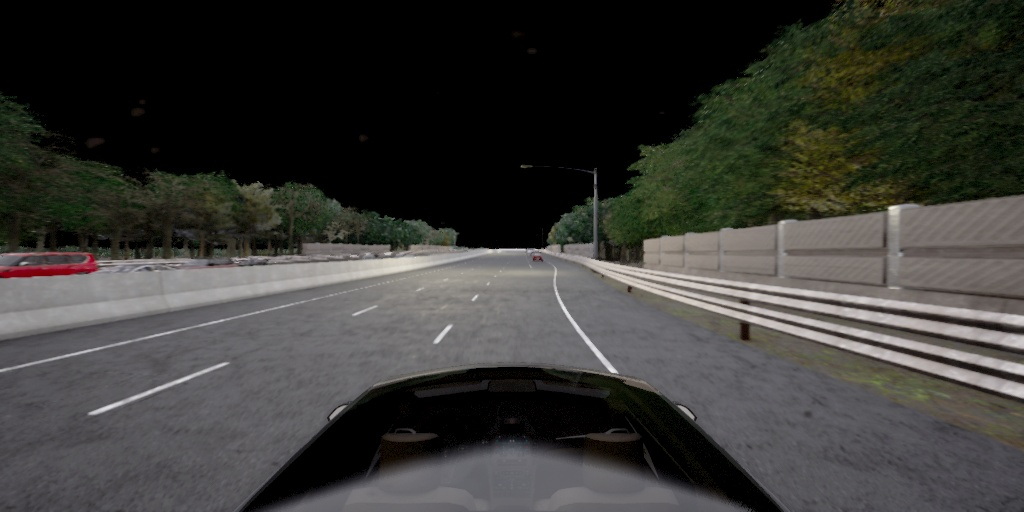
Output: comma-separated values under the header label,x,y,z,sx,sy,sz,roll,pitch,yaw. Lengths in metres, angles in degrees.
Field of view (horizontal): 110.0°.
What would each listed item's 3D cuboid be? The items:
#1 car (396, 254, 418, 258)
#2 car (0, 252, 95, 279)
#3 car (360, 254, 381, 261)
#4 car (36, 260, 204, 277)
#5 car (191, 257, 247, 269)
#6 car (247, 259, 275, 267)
label,x,y,z,sx,sy,sz,roll,pitch,yaw
car,-16.506,0.465,58.094,1.882,1.535,5.008,0,1,2
car,-24.491,0.826,18.058,2.150,2.045,5.566,0,1,1
car,-23.456,0.446,59.577,1.837,1.490,4.892,0,1,2
car,-17.506,1.124,16.526,2.128,1.511,4.902,0,1,1
car,-20.877,0.900,24.281,2.097,1.767,4.553,0,1,1
car,-26.858,0.981,37.029,1.895,1.301,4.718,0,1,-2
